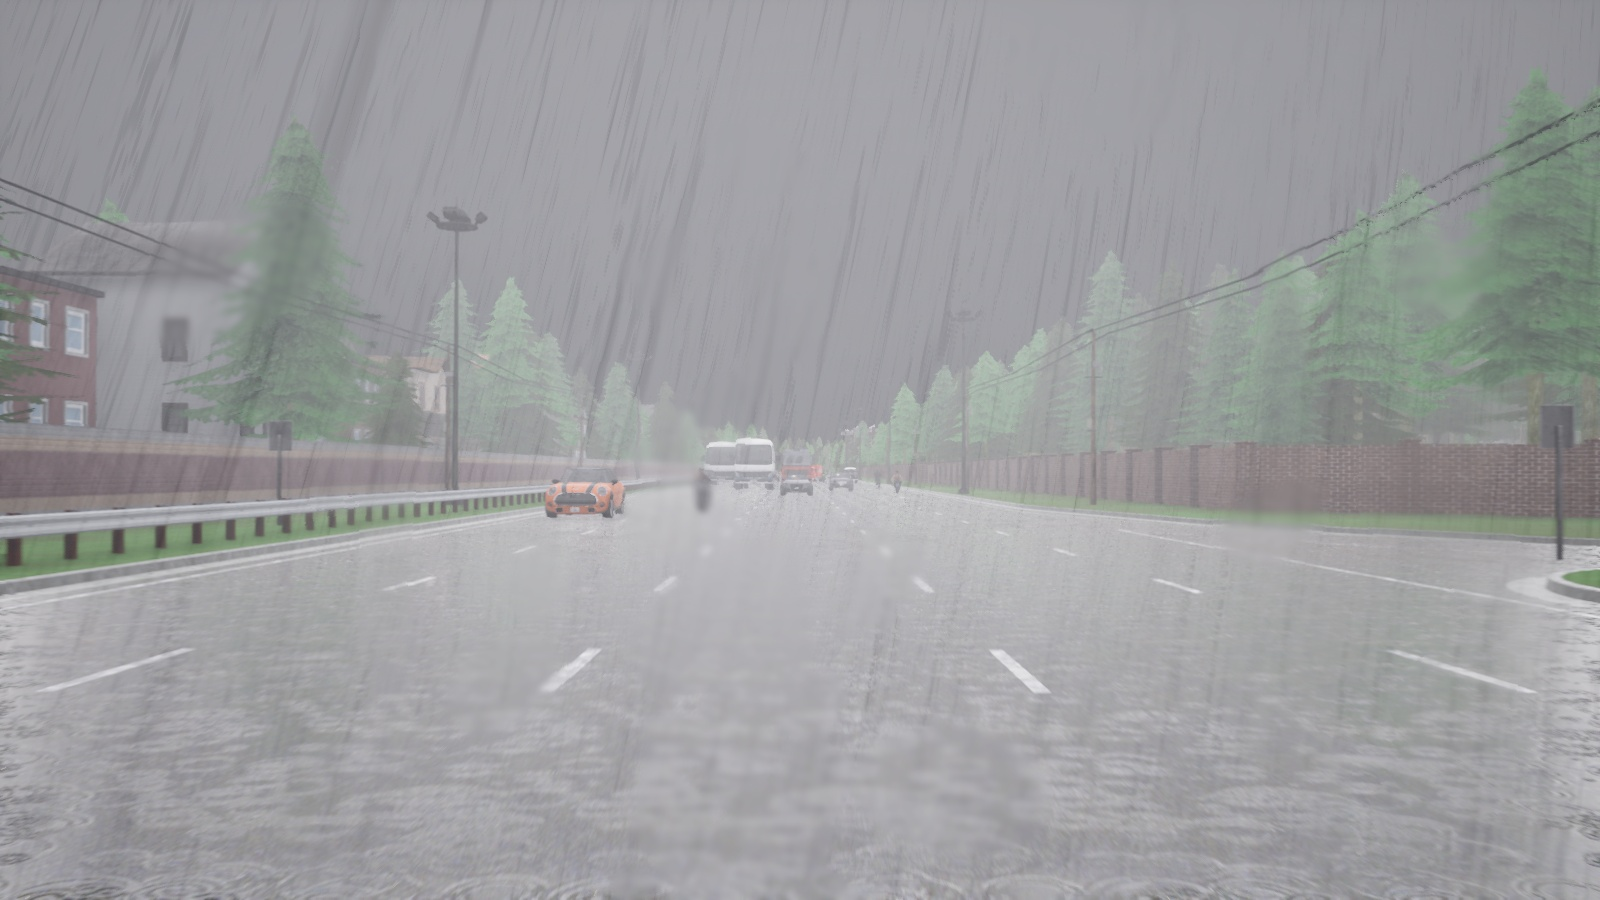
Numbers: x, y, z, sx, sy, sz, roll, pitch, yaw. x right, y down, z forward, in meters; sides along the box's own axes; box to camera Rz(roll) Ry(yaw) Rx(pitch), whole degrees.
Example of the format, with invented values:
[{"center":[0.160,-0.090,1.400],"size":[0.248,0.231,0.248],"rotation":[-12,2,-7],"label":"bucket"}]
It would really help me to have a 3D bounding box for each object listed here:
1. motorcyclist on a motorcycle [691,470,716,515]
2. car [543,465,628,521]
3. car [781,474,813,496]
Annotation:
[{"center":[-3.618,1.573,47.415],"size":[0.766,1.649,2.350],"rotation":[0,-1,0],"label":"motorcyclist on a motorcycle"},{"center":[-7.105,1.405,42.049],"size":[2.097,1.767,4.553],"rotation":[0,-1,0],"label":"car"},{"center":[-0.198,2.223,80.256],"size":[1.994,1.385,4.181],"rotation":[0,-1,0],"label":"car"}]
